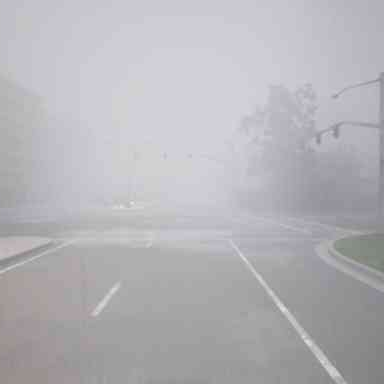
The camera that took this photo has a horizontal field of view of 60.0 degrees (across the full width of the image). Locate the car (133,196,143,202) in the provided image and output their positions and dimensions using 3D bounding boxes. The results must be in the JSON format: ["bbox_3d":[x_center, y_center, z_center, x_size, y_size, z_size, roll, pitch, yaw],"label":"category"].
[{"bbox_3d":[-11.676,1.398,70.408,1.895,1.301,4.718,0,0,0],"label":"car"}]

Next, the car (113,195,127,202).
[{"bbox_3d":[-15.175,1.304,70.147,1.837,1.490,4.892,0,0,0],"label":"car"}]

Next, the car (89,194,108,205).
[{"bbox_3d":[-15.189,1.199,54.506,2.097,1.767,4.553,0,0,0],"label":"car"}]

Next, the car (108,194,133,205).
[{"bbox_3d":[-11.690,1.338,54.780,2.128,1.511,4.902,0,0,0],"label":"car"}]
